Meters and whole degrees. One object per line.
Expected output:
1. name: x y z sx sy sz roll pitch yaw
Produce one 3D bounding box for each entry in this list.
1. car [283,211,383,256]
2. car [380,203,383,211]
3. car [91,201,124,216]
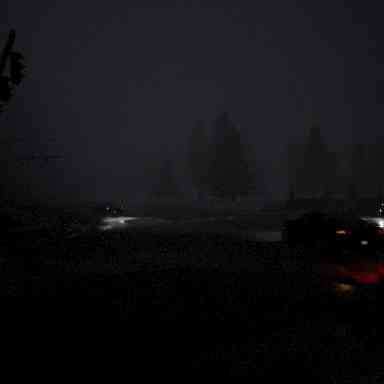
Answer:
1. car: 5.285 1.482 13.183 1.882 1.535 5.008 1 0 -6
2. car: 19.778 1.229 30.978 5.566 2.045 2.150 0 0 -35
3. car: -8.397 1.607 32.967 1.895 1.301 4.718 0 0 -33
